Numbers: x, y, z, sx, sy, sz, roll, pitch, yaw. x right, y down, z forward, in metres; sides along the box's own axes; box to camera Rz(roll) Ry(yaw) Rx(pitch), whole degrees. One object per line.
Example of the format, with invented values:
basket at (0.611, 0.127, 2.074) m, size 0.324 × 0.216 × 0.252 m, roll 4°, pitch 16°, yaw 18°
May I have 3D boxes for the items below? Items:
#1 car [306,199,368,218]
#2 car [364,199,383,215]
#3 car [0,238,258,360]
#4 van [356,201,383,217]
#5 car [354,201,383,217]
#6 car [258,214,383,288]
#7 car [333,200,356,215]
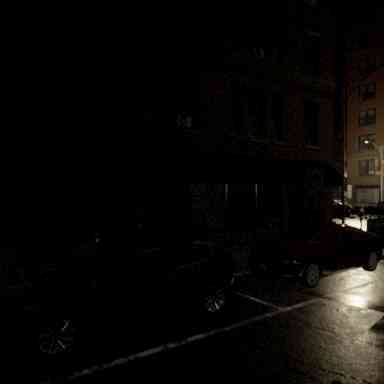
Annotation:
car at (13.495, 1.484, 31.184) m, size 2.128 × 1.511 × 4.902 m, roll 0°, pitch 0°, yaw -36°
car at (20.208, 1.520, 33.344) m, size 1.837 × 1.490 × 4.892 m, roll 0°, pitch 0°, yaw -36°
car at (-1.099, 1.566, 5.967) m, size 4.313 × 1.339 × 1.947 m, roll 0°, pitch 0°, yaw -35°
van at (8.145, 1.337, 12.500) m, size 3.998 × 1.788 × 1.690 m, roll 0°, pitch 0°, yaw -35°
car at (17.743, 1.567, 31.207) m, size 1.994 × 1.385 × 4.181 m, roll 0°, pitch 0°, yaw -36°
car at (3.522, 1.543, 9.234) m, size 4.507 × 1.381 × 1.887 m, roll 0°, pitch 0°, yaw -35°
car at (11.654, 1.581, 28.186) m, size 1.895 × 1.301 × 4.718 m, roll 0°, pitch 0°, yaw -36°
